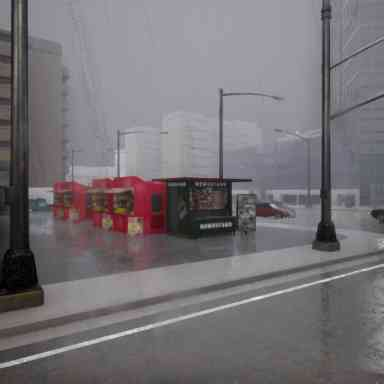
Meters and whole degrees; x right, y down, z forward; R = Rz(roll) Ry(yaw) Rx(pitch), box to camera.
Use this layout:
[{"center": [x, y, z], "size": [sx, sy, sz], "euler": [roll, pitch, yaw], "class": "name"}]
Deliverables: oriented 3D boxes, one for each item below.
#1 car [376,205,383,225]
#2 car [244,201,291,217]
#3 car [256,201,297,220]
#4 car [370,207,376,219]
[{"center": [13.688, 1.605, 19.724], "size": [1.994, 1.385, 4.181], "euler": [0, 0, -27], "class": "car"}, {"center": [7.719, 1.717, 34.461], "size": [1.812, 1.442, 4.674], "euler": [0, -1, -36], "class": "car"}, {"center": [7.004, 1.673, 29.485], "size": [1.812, 1.442, 4.674], "euler": [0, -1, -36], "class": "car"}, {"center": [15.490, 1.548, 23.822], "size": [2.128, 1.511, 4.902], "euler": [0, 0, -37], "class": "car"}]
